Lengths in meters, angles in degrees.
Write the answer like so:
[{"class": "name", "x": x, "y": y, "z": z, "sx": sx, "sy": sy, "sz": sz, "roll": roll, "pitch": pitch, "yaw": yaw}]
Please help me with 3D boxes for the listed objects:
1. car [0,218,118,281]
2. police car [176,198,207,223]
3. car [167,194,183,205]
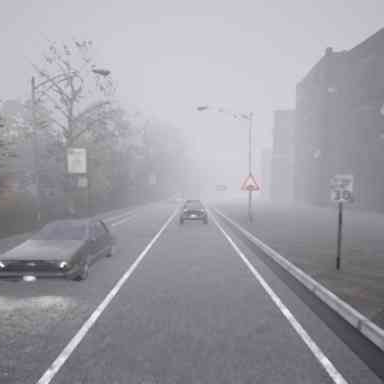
[{"class": "car", "x": -3.598, "y": 1.528, "z": 10.032, "sx": 2.033, "sy": 1.411, "sz": 5.357, "roll": 0, "pitch": 0, "yaw": 0}, {"class": "police car", "x": 0.105, "y": 1.456, "z": 24.910, "sx": 2.038, "sy": 1.542, "sz": 4.974, "roll": 0, "pitch": 0, "yaw": 0}, {"class": "car", "x": -2.659, "y": 1.184, "z": 54.169, "sx": 2.097, "sy": 1.767, "sz": 4.553, "roll": 1, "pitch": 1, "yaw": 7}]
